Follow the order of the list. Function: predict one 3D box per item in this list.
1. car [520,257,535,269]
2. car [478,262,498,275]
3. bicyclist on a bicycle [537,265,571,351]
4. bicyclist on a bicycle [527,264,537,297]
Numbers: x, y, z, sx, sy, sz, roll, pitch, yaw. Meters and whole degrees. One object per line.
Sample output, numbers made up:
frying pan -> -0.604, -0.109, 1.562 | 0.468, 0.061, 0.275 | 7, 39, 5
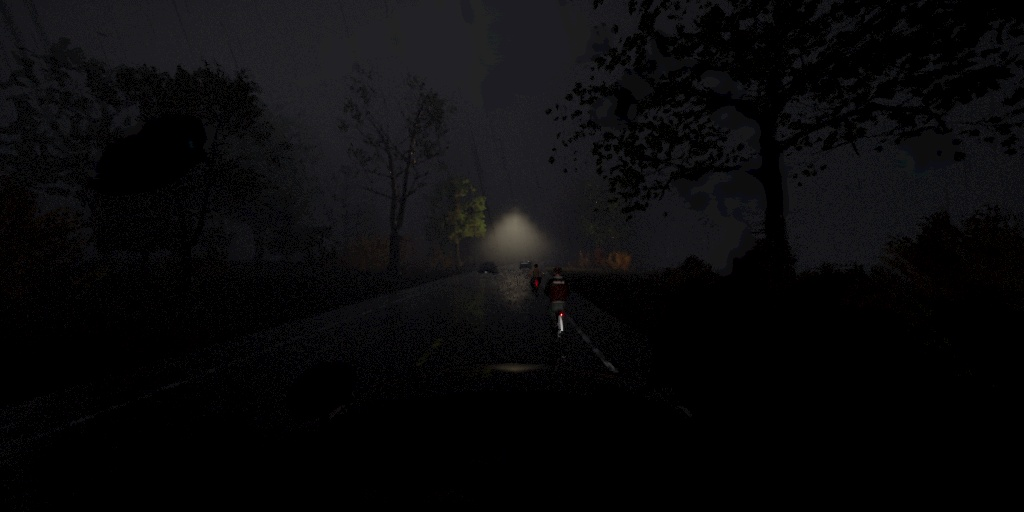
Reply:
car -> 2.284, 1.356, 58.679 | 2.128, 1.511, 4.902 | 0, 0, 4
car -> -2.591, 1.337, 40.043 | 2.033, 1.411, 5.357 | 0, 0, 3
bicyclist on a bicycle -> 1.018, 1.121, 8.145 | 0.659, 1.776, 1.843 | 0, 0, 1
bicyclist on a bicycle -> 1.195, 1.195, 17.881 | 0.866, 1.612, 1.509 | 0, 0, 1
